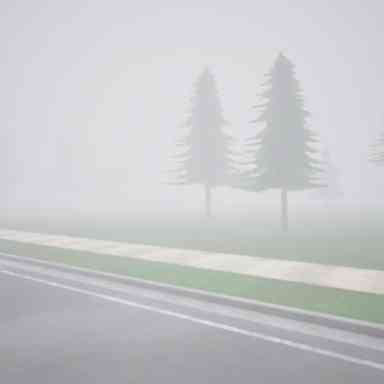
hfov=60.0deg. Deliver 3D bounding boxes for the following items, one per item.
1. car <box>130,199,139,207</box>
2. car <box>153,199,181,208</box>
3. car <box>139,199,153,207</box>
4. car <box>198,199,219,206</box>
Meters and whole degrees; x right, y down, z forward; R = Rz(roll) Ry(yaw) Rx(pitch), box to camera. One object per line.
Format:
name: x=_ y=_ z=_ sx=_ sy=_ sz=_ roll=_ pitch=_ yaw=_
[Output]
car: x=-9.768 y=2.103 z=64.038 sx=2.128 sy=1.511 sz=4.902 roll=-1 pitch=-1 yaw=37
car: x=-4.043 y=2.004 z=60.064 sx=2.128 sy=1.511 sz=4.902 roll=-1 pitch=0 yaw=36
car: x=-6.809 y=2.109 z=62.168 sx=2.033 sy=1.411 sz=5.357 roll=-1 pitch=-1 yaw=37
car: x=3.287 y=2.007 z=64.108 sx=2.033 sy=1.411 sz=5.357 roll=-1 pitch=-1 yaw=36
